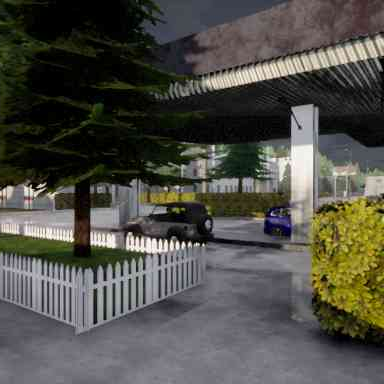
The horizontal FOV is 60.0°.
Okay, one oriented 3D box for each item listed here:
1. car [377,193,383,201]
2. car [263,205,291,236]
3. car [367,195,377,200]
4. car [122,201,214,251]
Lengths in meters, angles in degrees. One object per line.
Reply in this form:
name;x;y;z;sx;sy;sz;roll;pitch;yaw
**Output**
car;25.773;1.077;43.521;1.905;1.878;3.866;0;0;35
car;5.820;1.480;15.985;4.611;1.667;2.242;0;0;35
car;33.036;1.298;60.262;2.007;1.523;4.514;0;0;35
car;-0.981;1.313;13.836;3.866;1.878;1.905;0;0;35
